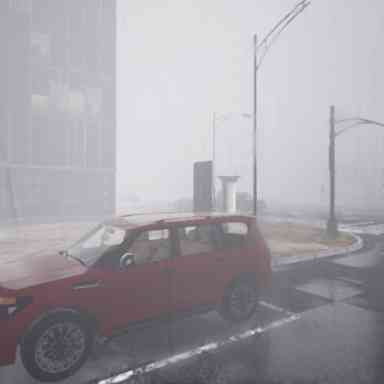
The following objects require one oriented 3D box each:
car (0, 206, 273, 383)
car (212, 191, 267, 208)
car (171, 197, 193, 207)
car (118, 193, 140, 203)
[{"bbox_3d":[-0.787,1.314,5.616,5.009,1.841,2.192,0,0,-35],"label":"car"},{"bbox_3d":[4.504,0.933,31.559,2.150,2.045,5.566,0,1,-37],"label":"car"},{"bbox_3d":[0.054,1.216,32.108,2.033,1.411,5.357,0,1,-37],"label":"car"},{"bbox_3d":[-9.652,0.923,50.780,1.837,1.490,4.892,0,0,-36],"label":"car"}]
